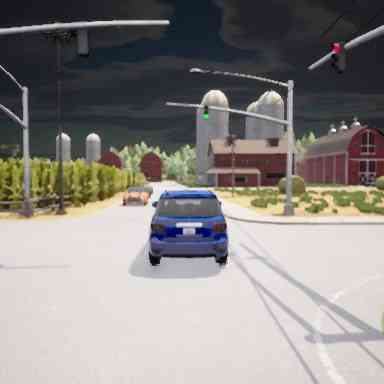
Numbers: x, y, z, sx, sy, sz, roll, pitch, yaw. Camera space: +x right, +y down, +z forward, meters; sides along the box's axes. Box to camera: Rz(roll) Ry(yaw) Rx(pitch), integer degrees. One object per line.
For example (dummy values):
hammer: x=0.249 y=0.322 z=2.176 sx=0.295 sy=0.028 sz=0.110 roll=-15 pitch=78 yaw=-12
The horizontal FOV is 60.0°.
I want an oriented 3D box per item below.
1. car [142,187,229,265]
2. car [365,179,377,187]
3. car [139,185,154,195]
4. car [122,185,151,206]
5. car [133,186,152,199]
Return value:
car: x=-0.154 y=0.928 z=10.796 sx=2.150 sy=2.045 sz=5.566 roll=0 pitch=3 yaw=-2
car: x=42.118 y=-2.040 z=77.996 sx=1.905 sy=1.878 sz=3.866 roll=10 pitch=10 yaw=41
car: x=-6.762 y=-0.377 z=49.655 sx=1.994 sy=1.385 sz=4.181 roll=0 pitch=2 yaw=-5
car: x=-5.014 y=0.246 z=29.962 sx=2.097 sy=1.767 sz=4.553 roll=0 pitch=2 yaw=-5
car: x=-5.876 y=0.047 z=39.660 sx=1.994 sy=1.385 sz=4.181 roll=0 pitch=2 yaw=-6
